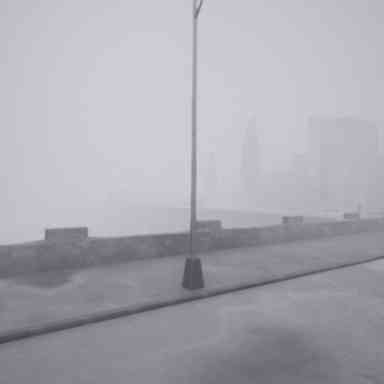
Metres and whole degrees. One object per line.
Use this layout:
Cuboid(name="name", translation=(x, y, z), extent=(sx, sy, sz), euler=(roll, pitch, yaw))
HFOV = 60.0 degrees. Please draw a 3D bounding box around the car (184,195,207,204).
Cuboid(name="car", translation=(0.650, 1.562, 65.213), extent=(2.150, 2.045, 5.566), euler=(1, -1, -35))
